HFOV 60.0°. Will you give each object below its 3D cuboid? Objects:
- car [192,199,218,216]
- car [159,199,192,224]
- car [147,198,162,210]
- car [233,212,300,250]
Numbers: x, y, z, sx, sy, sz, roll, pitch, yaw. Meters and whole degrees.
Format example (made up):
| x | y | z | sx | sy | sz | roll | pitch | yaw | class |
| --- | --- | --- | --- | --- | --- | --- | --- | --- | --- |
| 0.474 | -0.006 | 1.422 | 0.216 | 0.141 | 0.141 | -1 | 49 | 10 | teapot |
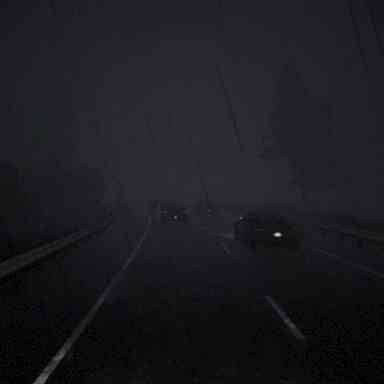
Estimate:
| x | y | z | sx | sy | sz | roll | pitch | yaw | class |
| --- | --- | --- | --- | --- | --- | --- | --- | --- | --- |
| 1.139 | 1.455 | 31.788 | 2.128 | 1.511 | 4.902 | 0 | 0 | -10 | car |
| -1.327 | 1.499 | 24.385 | 1.812 | 1.442 | 4.674 | 0 | 0 | -6 | car |
| -4.452 | 1.463 | 41.300 | 1.837 | 1.490 | 4.892 | 0 | 0 | -14 | car |
| 3.049 | 1.545 | 14.288 | 1.994 | 1.385 | 4.181 | 0 | 0 | -3 | car |
